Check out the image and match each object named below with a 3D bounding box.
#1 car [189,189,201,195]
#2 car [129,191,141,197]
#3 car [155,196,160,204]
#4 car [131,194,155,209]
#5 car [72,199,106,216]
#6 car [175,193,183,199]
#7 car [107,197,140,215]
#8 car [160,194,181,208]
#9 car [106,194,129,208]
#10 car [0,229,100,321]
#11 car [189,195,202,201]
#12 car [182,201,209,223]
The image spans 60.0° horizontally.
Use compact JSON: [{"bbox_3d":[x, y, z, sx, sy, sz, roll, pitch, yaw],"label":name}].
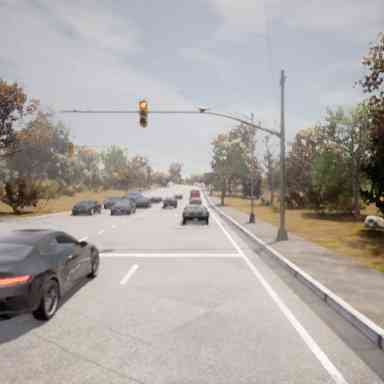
[{"bbox_3d":[0.655,0.371,70.632,2.150,2.045,5.566,0,3,1],"label":"car"},{"bbox_3d":[-10.070,0.997,57.976,2.150,2.045,5.566,0,4,1],"label":"car"},{"bbox_3d":[-6.549,1.319,59.556,1.895,1.301,4.718,0,3,1],"label":"car"},{"bbox_3d":[-6.709,1.459,45.574,1.882,1.535,5.008,0,0,1],"label":"car"},{"bbox_3d":[-10.334,1.491,32.999,1.837,1.490,4.892,0,0,0],"label":"car"},{"bbox_3d":[-2.846,0.800,69.674,1.895,1.301,4.718,0,3,1],"label":"car"},{"bbox_3d":[-6.828,1.512,33.458,1.812,1.442,4.674,0,0,1],"label":"car"},{"bbox_3d":[-3.005,1.485,47.303,1.837,1.490,4.892,0,0,1],"label":"car"},{"bbox_3d":[-10.227,1.334,43.921,2.097,1.767,4.553,0,0,1],"label":"car"},{"bbox_3d":[-3.399,1.523,7.176,1.812,1.442,4.674,0,0,-1],"label":"car"},{"bbox_3d":[0.511,1.502,48.849,1.812,1.442,4.674,0,0,1],"label":"car"},{"bbox_3d":[0.289,1.590,25.182,1.895,1.301,4.718,0,0,1],"label":"car"}]
